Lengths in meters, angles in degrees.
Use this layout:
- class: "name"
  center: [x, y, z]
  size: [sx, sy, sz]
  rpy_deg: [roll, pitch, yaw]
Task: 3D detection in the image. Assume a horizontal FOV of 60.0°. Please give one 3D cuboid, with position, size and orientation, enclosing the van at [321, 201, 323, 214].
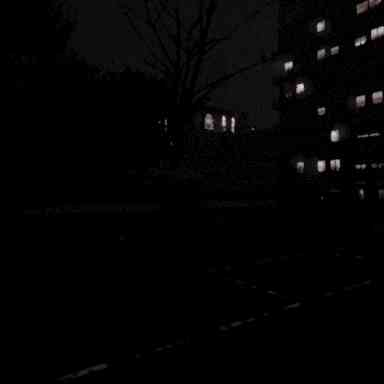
- class: "van"
  center: [10.867, 1.559, 32.855]
  size: [1.690, 1.788, 3.998]
  rpy_deg: [-2, 0, -36]
